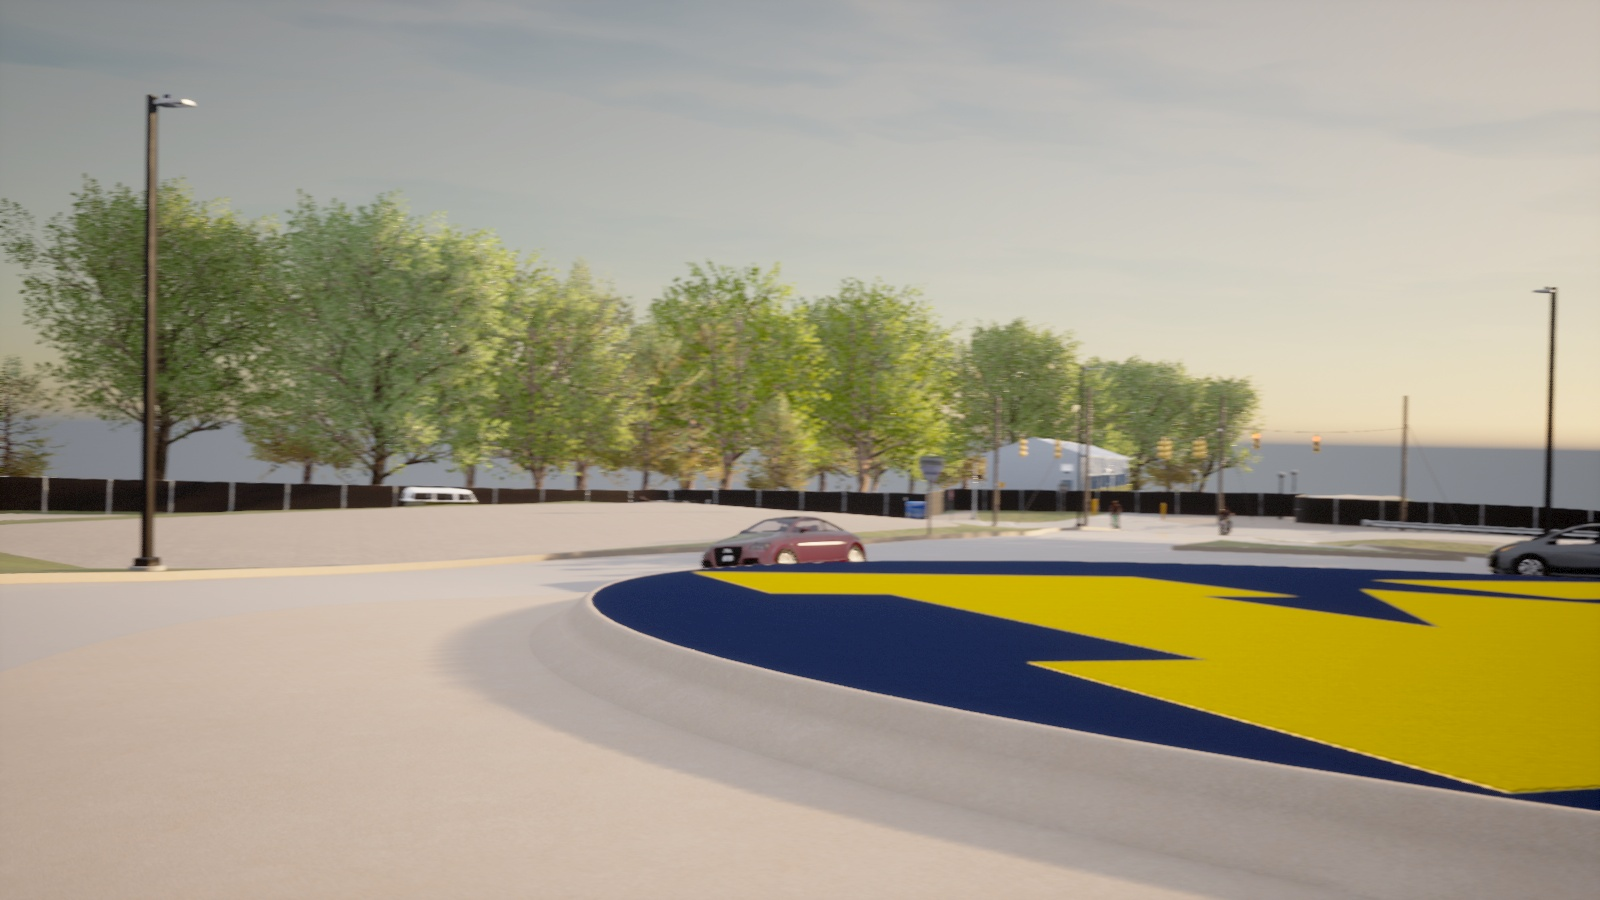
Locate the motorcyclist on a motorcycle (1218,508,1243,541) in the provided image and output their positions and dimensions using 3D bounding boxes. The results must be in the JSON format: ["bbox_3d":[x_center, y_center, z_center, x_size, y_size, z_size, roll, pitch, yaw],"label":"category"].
[{"bbox_3d":[22.880,3.981,66.741,0.766,1.649,2.350,2,-4,30],"label":"motorcyclist on a motorcycle"}]

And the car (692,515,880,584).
[{"bbox_3d":[-0.235,2.195,28.135,1.994,1.385,4.181,-6,-6,38],"label":"car"}]

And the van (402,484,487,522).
[{"bbox_3d":[-21.091,3.154,74.507,4.480,2.038,2.069,2,0,-27],"label":"van"}]

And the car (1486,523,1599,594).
[{"bbox_3d":[18.956,2.627,29.814,4.514,1.525,2.007,2,-3,25],"label":"car"}]
